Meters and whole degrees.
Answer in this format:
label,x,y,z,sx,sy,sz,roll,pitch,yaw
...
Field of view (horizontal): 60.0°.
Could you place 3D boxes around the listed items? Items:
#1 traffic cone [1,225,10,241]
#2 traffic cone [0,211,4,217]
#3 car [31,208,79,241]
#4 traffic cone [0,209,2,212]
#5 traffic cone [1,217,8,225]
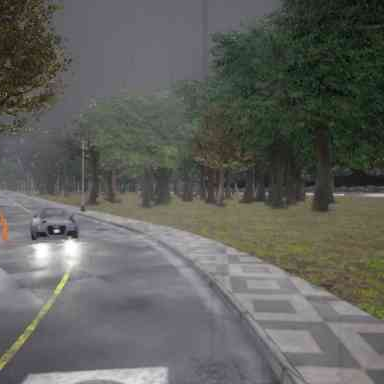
label,x,y,z,sx,sy,sz,roll,pitch,yaw
traffic cone,-8.381,1.894,14.960,0.340,0.580,0.340,0,0,-25
traffic cone,-13.253,1.834,23.364,0.340,0.580,0.340,0,0,-31
car,-6.811,1.512,16.389,1.994,1.385,4.181,0,0,-26
traffic cone,-15.849,1.799,27.638,0.340,0.580,0.340,0,0,-31
traffic cone,-10.657,1.867,19.091,0.340,0.580,0.340,0,0,-31
